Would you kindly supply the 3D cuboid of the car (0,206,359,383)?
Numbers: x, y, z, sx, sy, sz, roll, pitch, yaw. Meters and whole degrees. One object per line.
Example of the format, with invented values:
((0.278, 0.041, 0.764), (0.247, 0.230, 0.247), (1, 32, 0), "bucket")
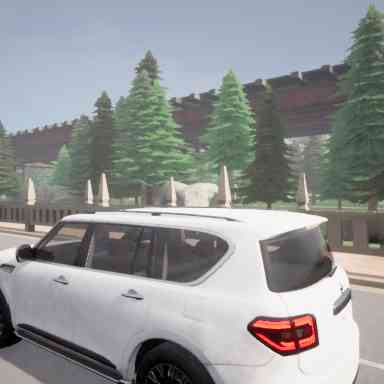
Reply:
((-0.805, 1.221, 4.585), (5.566, 2.045, 2.150), (0, 0, 36), "car")
